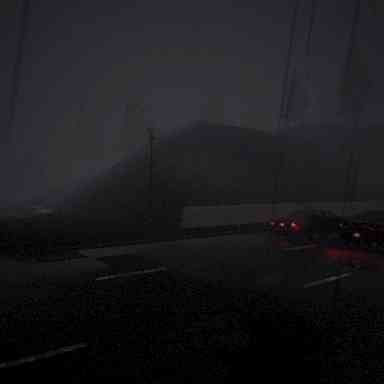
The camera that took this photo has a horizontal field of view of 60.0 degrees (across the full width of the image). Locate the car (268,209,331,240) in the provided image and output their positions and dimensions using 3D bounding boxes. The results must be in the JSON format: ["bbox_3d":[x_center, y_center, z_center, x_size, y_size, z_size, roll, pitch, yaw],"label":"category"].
[{"bbox_3d":[6.236,1.563,16.916,5.357,1.411,2.033,0,0,-35],"label":"car"}]

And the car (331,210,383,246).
[{"bbox_3d":[8.269,1.485,14.066,5.008,1.535,1.882,0,0,-35],"label":"car"}]
